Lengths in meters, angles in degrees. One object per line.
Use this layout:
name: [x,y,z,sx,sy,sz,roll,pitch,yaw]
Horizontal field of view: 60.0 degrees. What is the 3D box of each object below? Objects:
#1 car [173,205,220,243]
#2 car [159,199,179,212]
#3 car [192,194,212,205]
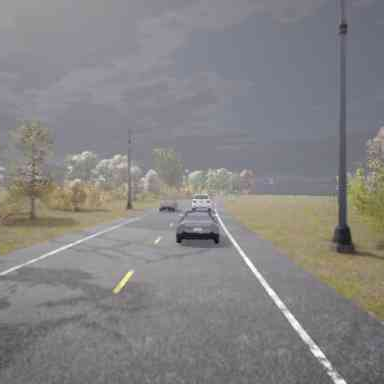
car: [0.292,1.570,16.259,1.994,1.385,4.181,0,0,1]
car: [-2.583,1.555,38.358,2.033,1.411,5.357,0,0,3]
car: [1.191,1.234,39.565,2.150,2.045,5.566,0,0,3]
